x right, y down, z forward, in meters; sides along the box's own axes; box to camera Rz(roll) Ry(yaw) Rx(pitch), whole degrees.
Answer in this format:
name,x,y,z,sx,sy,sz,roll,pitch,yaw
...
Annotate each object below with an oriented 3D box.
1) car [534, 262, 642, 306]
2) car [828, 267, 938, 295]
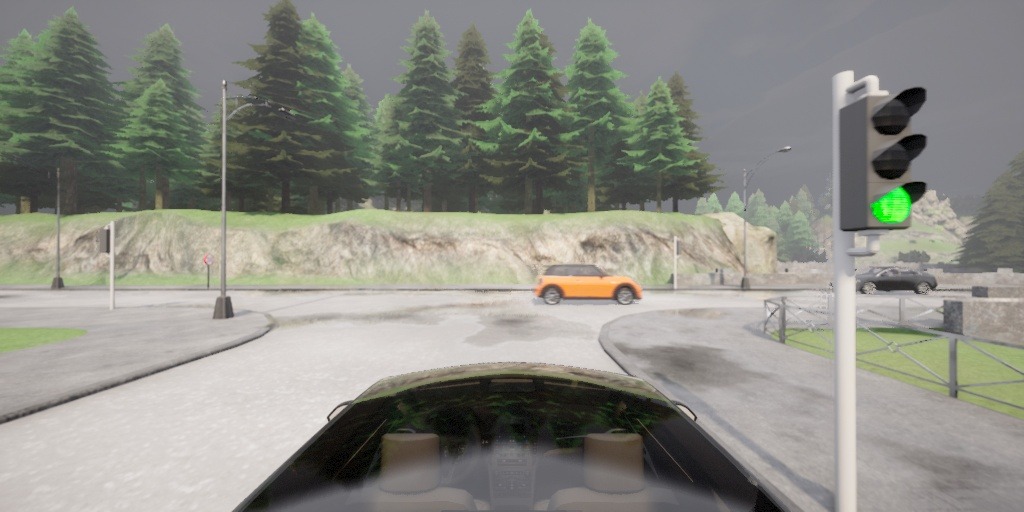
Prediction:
name,x,y,z,sx,sy,sz,roll,pitch,yaw
car,3.247,1.126,15.746,4.553,1.767,2.097,0,0,0
car,20.401,1.344,19.854,4.902,1.511,2.128,0,0,0
